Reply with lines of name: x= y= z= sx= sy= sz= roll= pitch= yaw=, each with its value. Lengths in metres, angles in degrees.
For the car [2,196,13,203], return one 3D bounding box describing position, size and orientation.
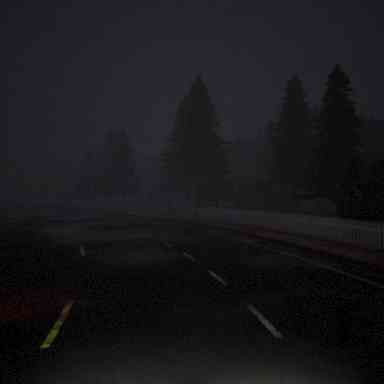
car: x=-44.525 y=1.765 z=80.133 sx=1.882 sy=1.535 sz=5.008 roll=0 pitch=0 yaw=-36
